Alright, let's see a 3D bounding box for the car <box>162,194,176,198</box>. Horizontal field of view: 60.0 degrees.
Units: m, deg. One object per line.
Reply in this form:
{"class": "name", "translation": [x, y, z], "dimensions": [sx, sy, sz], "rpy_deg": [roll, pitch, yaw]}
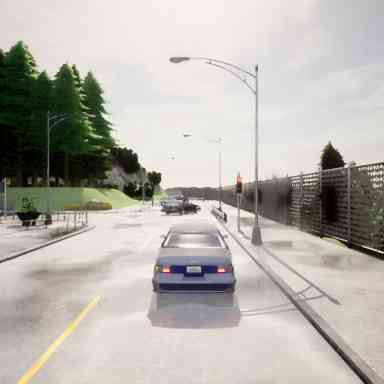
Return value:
{"class": "car", "translation": [-4.023, 1.505, 52.507], "dimensions": [1.837, 1.490, 4.892], "rpy_deg": [0, 0, 0]}

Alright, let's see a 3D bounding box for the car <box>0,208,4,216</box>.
{"class": "car", "translation": [-18.347, 1.526, 27.872], "dimensions": [4.674, 1.442, 1.812], "rpy_deg": [0, 0, 0]}

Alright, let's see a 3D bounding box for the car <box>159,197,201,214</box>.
{"class": "car", "translation": [-1.066, 1.547, 33.251], "dimensions": [2.033, 1.411, 5.357], "rpy_deg": [0, 0, 28]}

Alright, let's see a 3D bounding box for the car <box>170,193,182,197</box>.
{"class": "car", "translation": [-3.903, 1.225, 72.810], "dimensions": [2.150, 2.045, 5.566], "rpy_deg": [0, 0, 0]}

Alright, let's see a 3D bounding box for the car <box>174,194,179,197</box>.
{"class": "car", "translation": [-3.979, 1.526, 62.405], "dimensions": [1.812, 1.442, 4.674], "rpy_deg": [0, 0, 1]}

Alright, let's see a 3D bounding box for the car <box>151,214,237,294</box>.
{"class": "car", "translation": [0.058, 1.547, 8.960], "dimensions": [2.033, 1.411, 5.357], "rpy_deg": [0, 0, 1]}
